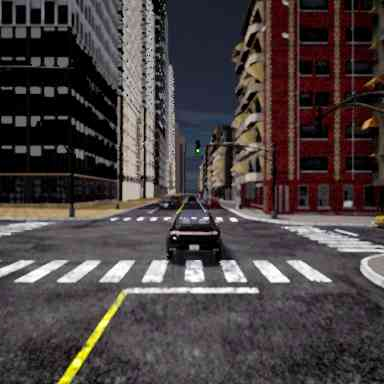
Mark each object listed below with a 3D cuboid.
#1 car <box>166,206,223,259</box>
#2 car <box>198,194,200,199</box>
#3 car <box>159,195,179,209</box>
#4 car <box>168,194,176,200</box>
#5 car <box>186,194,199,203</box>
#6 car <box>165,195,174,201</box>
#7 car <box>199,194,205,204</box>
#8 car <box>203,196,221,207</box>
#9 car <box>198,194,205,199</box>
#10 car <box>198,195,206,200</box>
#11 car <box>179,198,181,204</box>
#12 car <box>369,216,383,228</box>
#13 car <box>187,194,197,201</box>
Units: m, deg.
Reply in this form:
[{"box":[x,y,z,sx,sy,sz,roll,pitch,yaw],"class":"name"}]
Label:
[{"box":[0.083,1.477,12.508,2.128,1.511,4.902,1,0,0],"class":"car"},{"box":[2.680,1.442,60.768,2.008,1.369,4.403,0,0,0],"class":"car"},{"box":[-3.101,1.410,42.619,2.128,1.511,4.902,0,0,0],"class":"car"},{"box":[-5.708,1.394,94.658,1.887,1.381,4.507,0,0,0],"class":"car"},{"box":[-0.013,1.390,64.386,1.837,1.490,4.892,0,0,0],"class":"car"},{"box":[-5.706,1.412,83.361,2.008,1.369,4.403,0,0,0],"class":"car"},{"box":[2.680,1.450,55.120,2.008,1.369,4.403,0,0,0],"class":"car"},{"box":[2.733,1.501,42.203,1.802,1.307,4.206,0,0,0],"class":"car"},{"box":[2.672,1.289,94.660,1.967,1.590,4.097,0,0,0],"class":"car"},{"box":[2.673,1.437,89.011,1.802,1.307,4.206,0,0,0],"class":"car"},{"box":[-3.047,1.418,59.882,1.812,1.442,4.674,0,0,1],"class":"car"},{"box":[14.638,1.786,22.523,4.829,1.417,1.752,1,-1,0],"class":"car"},{"box":[-0.014,1.229,74.803,2.128,1.511,4.902,0,0,0],"class":"car"}]
